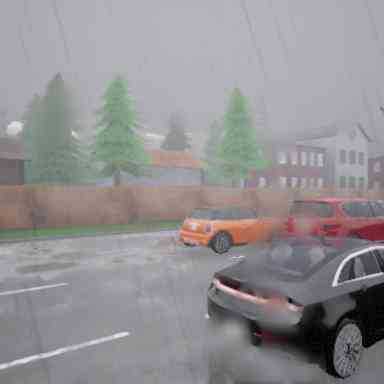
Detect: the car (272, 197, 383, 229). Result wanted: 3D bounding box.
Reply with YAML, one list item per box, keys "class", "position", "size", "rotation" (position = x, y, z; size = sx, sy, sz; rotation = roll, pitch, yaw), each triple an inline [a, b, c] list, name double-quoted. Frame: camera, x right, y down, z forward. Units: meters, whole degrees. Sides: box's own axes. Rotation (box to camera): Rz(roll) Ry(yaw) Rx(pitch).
- class: "car"
  position: [5.721, 1.215, 12.128]
  size: [5.566, 2.045, 2.150]
  rotation: [0, 0, -36]

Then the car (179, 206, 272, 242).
- class: "car"
  position: [1.802, 1.345, 13.636]
  size: [4.553, 1.767, 2.097]
  rotation: [0, 0, -36]

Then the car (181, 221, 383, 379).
- class: "car"
  position: [2.486, 1.488, 5.520]
  size: [4.902, 1.511, 2.128]
  rotation: [0, 0, -36]

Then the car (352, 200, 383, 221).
- class: "car"
  position: [15.536, 1.488, 27.733]
  size: [4.892, 1.490, 1.837]
  rotation: [0, 0, -36]
